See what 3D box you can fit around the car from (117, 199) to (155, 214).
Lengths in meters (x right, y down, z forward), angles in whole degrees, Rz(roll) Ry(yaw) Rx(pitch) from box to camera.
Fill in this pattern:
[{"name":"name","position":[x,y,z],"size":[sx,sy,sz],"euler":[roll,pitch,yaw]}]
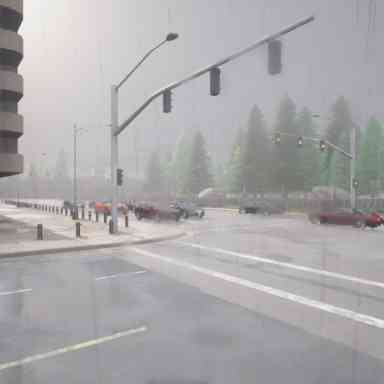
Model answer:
[{"name":"car","position":[-6.353,1.547,37.252],"size":[2.128,1.511,4.902],"euler":[0,0,-36]}]

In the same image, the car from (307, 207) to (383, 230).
[{"name":"car","position":[9.935,1.635,21.456],"size":[1.895,1.301,4.718],"euler":[0,0,-36]}]

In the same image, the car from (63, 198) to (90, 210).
[{"name":"car","position":[-15.540,1.547,43.805],"size":[2.128,1.511,4.902],"euler":[0,0,-36]}]

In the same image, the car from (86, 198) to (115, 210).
[{"name":"car","position":[-12.629,1.603,45.754],"size":[2.033,1.411,5.357],"euler":[0,0,-36]}]

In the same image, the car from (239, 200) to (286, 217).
[{"name":"car","position":[6.640,1.547,31.790],"size":[2.128,1.511,4.902],"euler":[0,0,-36]}]

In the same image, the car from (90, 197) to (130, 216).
[{"name":"car","position":[-8.287,1.407,33.974],"size":[2.097,1.767,4.553],"euler":[0,0,-36]}]

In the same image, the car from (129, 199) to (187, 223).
[{"name":"car","position":[-2.817,1.533,26.581],"size":[1.882,1.535,5.008],"euler":[0,0,-36]}]

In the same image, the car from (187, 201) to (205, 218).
[{"name":"car","position":[-0.834,1.547,29.787],"size":[2.128,1.511,4.902],"euler":[0,0,-36]}]
